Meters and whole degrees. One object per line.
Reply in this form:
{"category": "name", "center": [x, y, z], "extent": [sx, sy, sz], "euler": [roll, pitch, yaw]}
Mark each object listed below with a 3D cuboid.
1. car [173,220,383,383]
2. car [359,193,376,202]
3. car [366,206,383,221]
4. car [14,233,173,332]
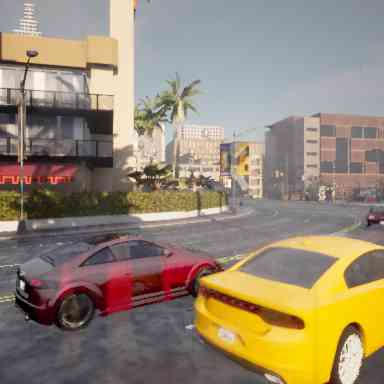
{"category": "car", "center": [2.315, 1.475, 5.378], "extent": [5.008, 1.535, 1.882], "euler": [0, 0, -39]}
{"category": "car", "center": [36.605, 1.225, 70.992], "extent": [2.185, 1.767, 4.553], "euler": [0, 0, -14]}
{"category": "car", "center": [12.873, 1.592, 22.307], "extent": [1.895, 1.301, 4.718], "euler": [0, 0, 31]}
{"category": "car", "center": [-1.317, 1.558, 6.914], "extent": [4.181, 1.385, 1.994], "euler": [0, 0, -38]}
